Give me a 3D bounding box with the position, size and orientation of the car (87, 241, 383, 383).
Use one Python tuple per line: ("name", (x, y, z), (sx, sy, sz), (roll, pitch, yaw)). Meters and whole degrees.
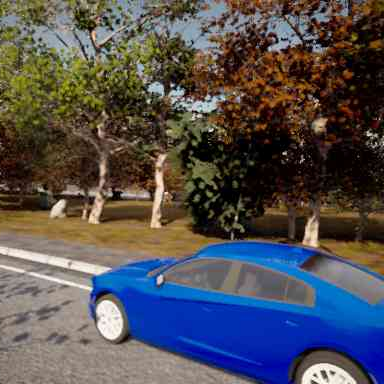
("car", (0.643, 1.452, 4.681), (5.008, 1.535, 1.882), (1, 1, 34))
